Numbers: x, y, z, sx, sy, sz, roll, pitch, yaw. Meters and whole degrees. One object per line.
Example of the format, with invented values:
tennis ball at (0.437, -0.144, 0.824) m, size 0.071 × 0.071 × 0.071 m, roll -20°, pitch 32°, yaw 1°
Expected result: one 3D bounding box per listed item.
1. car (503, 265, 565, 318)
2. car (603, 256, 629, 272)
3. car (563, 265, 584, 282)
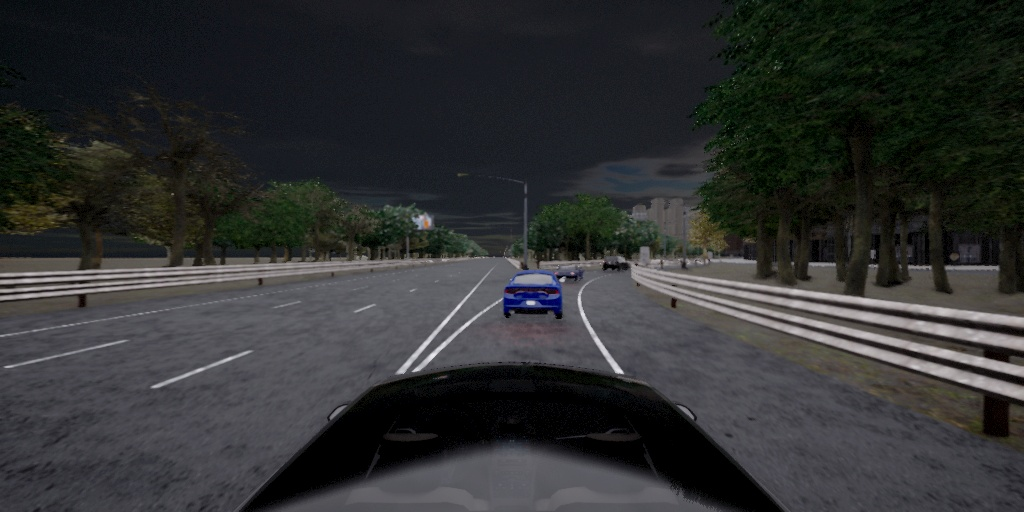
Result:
car at (0.892, 1.255, 13.094) m, size 1.882 × 1.535 × 5.008 m, roll 0°, pitch 0°, yaw 8°
car at (14.033, 1.041, 48.246) m, size 2.150 × 2.045 × 5.566 m, roll 0°, pitch -1°, yaw 34°
car at (4.803, 1.383, 29.638) m, size 1.895 × 1.301 × 4.718 m, roll 0°, pitch 0°, yaw 20°
